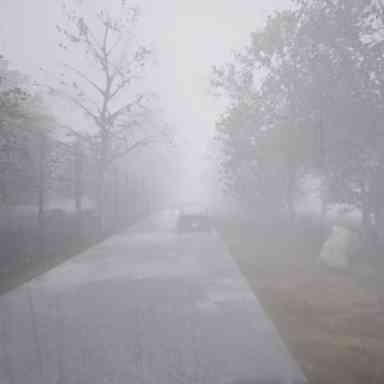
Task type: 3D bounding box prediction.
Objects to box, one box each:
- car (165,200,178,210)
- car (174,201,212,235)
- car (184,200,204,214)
[{"bbox_3d":[-2.569,1.726,45.333,1.994,1.385,4.181,0,0,1],"label":"car"},{"bbox_3d":[0.146,1.537,19.339,1.882,1.535,5.008,0,0,0],"label":"car"},{"bbox_3d":[0.242,1.679,37.935,2.033,1.411,5.357,0,0,1],"label":"car"}]
